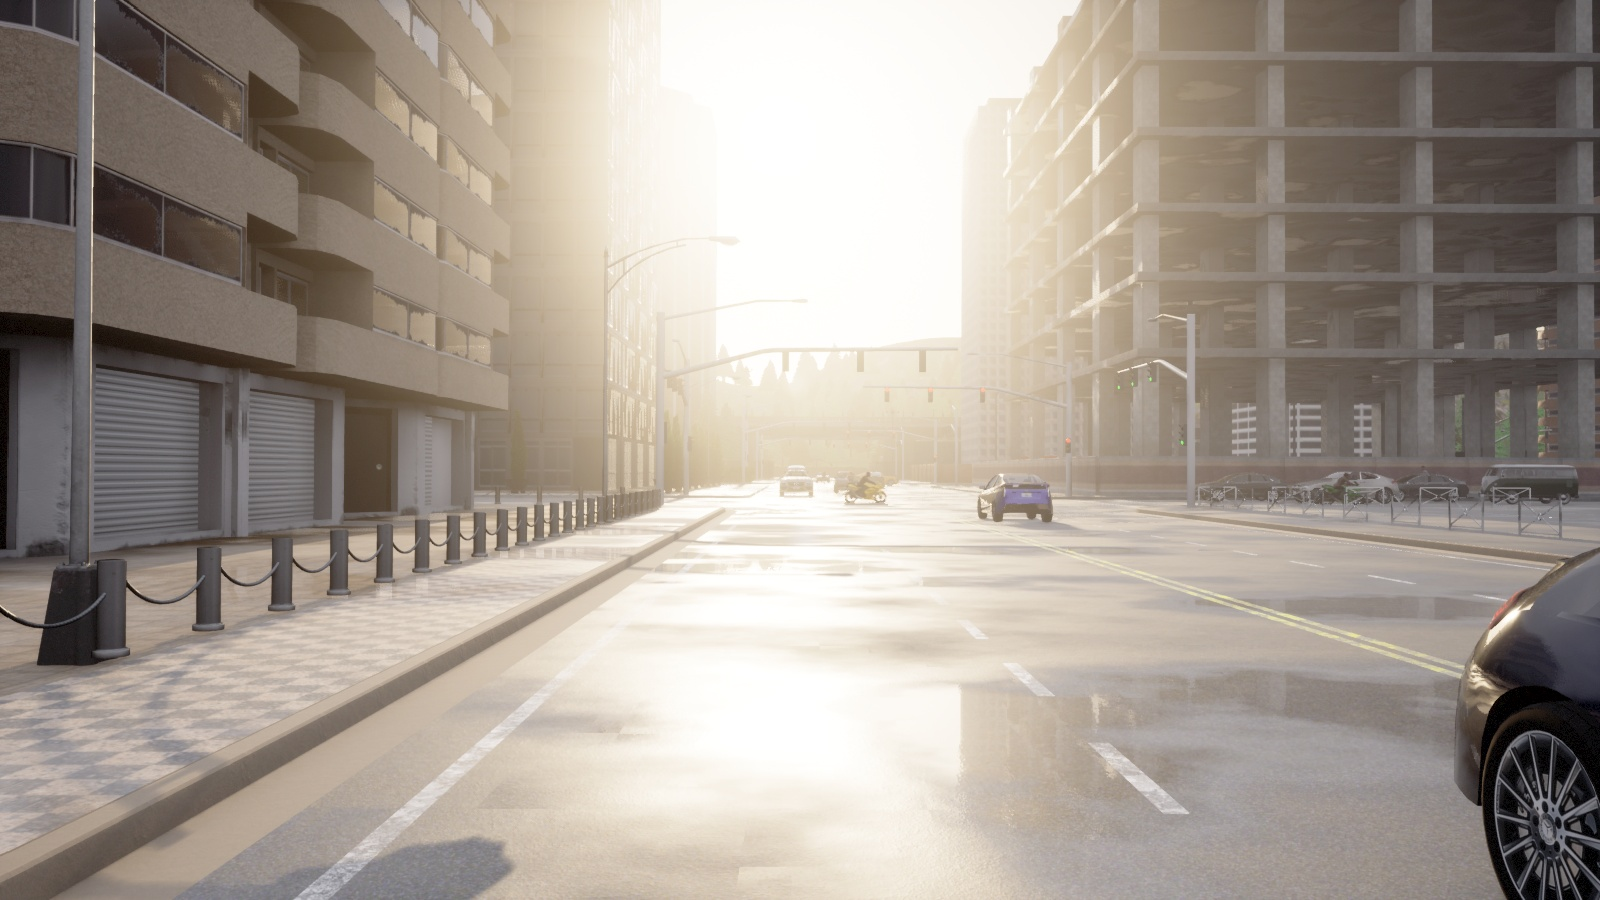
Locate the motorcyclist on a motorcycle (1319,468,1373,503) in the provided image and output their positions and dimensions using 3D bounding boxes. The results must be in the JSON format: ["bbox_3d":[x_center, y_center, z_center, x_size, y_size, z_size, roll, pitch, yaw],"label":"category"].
[{"bbox_3d":[24.210,1.578,55.707,2.044,1.523,0.797,0,-1,0],"label":"motorcyclist on a motorcycle"}]

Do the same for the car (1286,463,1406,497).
[{"bbox_3d":[27.222,1.480,62.726,5.027,1.651,2.152,0,-1,0],"label":"car"}]

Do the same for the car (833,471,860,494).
[{"bbox_3d":[3.265,2.267,88.743,1.789,1.549,3.705,0,-1,0],"label":"car"}]

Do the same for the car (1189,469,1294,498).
[{"bbox_3d":[23.227,1.780,66.199,4.892,1.490,1.837,0,-1,0],"label":"car"}]

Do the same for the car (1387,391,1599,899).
[{"bbox_3d":[3.492,0.623,2.625,2.152,1.651,5.027,0,-1,0],"label":"car"}]

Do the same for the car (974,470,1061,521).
[{"bbox_3d":[6.893,1.409,40.286,2.007,1.525,4.514,0,-1,0],"label":"car"}]

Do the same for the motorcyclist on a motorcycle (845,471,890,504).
[{"bbox_3d":[3.181,1.742,58.928,2.044,1.523,0.797,0,-1,-1],"label":"motorcyclist on a motorcycle"}]

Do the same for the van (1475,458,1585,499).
[{"bbox_3d":[36.441,1.418,62.785,4.442,1.987,1.775,0,-1,0],"label":"van"}]

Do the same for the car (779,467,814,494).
[{"bbox_3d":[-0.211,1.928,79.617,2.152,1.651,5.027,0,-1,0],"label":"car"}]

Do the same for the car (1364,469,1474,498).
[{"bbox_3d":[32.643,1.743,66.259,4.892,1.490,1.837,0,-1,-1],"label":"car"}]
